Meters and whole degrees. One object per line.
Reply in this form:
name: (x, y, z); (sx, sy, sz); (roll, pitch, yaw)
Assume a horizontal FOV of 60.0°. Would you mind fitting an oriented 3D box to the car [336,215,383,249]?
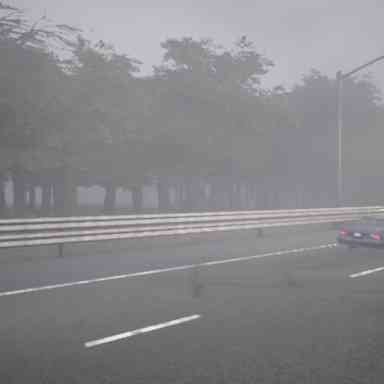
car: (8.254, 1.675, 13.951); (5.357, 1.411, 2.033); (1, 0, -36)
